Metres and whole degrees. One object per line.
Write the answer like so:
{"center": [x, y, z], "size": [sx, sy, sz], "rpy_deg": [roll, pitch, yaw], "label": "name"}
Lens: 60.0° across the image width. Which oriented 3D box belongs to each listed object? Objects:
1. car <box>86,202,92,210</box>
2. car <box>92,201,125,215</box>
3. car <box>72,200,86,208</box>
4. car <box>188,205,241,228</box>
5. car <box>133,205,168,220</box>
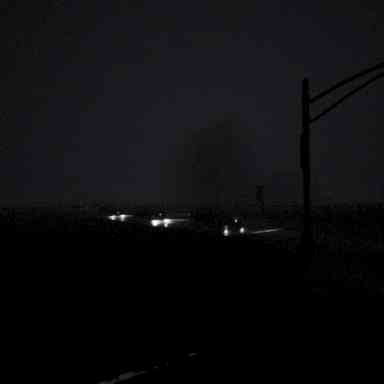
{"center": [-15.412, 2.189, 55.206], "size": [1.837, 1.490, 4.892], "rpy_deg": [-1, 0, -36], "label": "car"}
{"center": [-10.347, 2.108, 41.811], "size": [2.033, 1.411, 5.357], "rpy_deg": [-1, 0, -35], "label": "car"}
{"center": [-21.451, 2.320, 63.644], "size": [2.128, 1.511, 4.902], "rpy_deg": [-1, 0, -36], "label": "car"}
{"center": [1.623, 1.769, 25.090], "size": [2.128, 1.511, 4.902], "rpy_deg": [-1, 0, -36], "label": "car"}
{"center": [-4.204, 1.979, 33.209], "size": [1.994, 1.385, 4.181], "rpy_deg": [-1, 0, -37], "label": "car"}
